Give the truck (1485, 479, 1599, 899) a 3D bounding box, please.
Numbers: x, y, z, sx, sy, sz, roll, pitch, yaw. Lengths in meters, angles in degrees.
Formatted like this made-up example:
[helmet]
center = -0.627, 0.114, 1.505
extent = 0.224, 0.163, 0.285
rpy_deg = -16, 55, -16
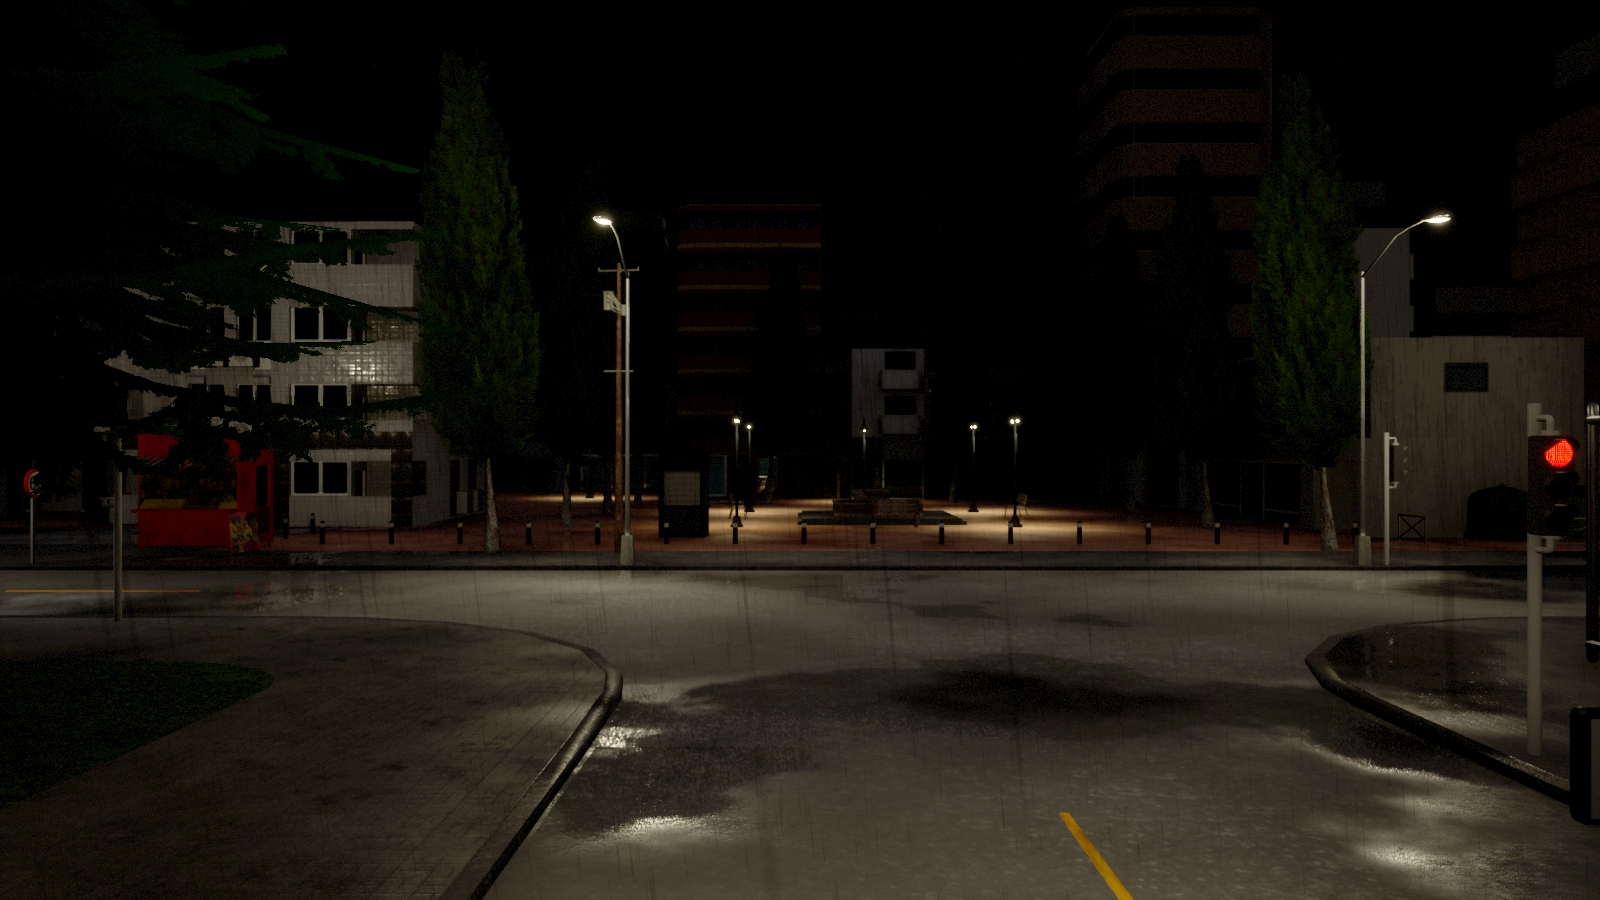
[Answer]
[truck]
center = 4.017, 1.349, 1.921
extent = 2.627, 2.467, 5.204
rpy_deg = 0, 0, 0
